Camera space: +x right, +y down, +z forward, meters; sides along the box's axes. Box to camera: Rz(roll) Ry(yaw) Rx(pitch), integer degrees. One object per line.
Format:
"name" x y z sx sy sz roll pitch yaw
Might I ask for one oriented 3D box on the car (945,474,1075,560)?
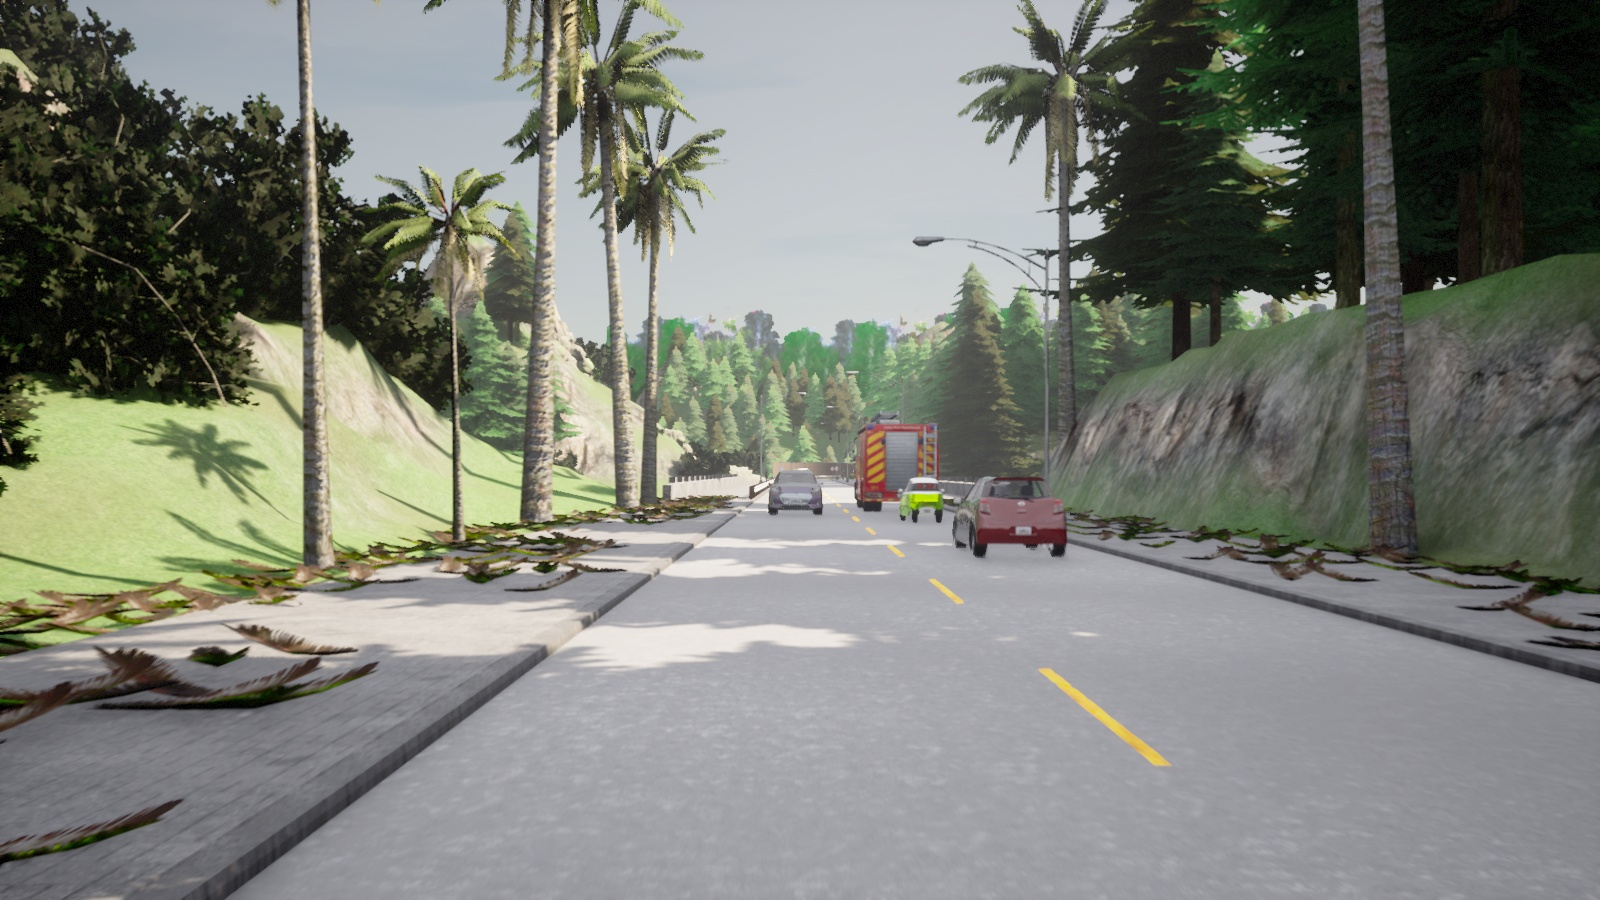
"car" 3.922 1.215 24.001 1.845 1.501 3.633 0 -1 0

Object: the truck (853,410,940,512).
"truck" 3.828 0.498 51.745 2.891 3.827 8.468 0 -1 0

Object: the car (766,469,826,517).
"car" -0.146 1.504 45.346 2.033 1.649 4.856 0 -1 0

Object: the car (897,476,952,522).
"car" 3.874 1.515 39.362 1.481 1.376 2.207 0 -1 0
